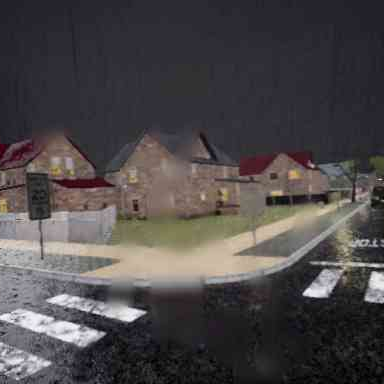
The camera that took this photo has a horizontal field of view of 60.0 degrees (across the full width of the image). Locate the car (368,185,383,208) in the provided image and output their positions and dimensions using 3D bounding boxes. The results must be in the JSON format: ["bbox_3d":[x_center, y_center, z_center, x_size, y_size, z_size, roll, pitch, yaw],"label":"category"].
[{"bbox_3d":[18.897,0.392,32.867,2.150,2.045,5.566,-5,-1,31],"label":"car"}]
